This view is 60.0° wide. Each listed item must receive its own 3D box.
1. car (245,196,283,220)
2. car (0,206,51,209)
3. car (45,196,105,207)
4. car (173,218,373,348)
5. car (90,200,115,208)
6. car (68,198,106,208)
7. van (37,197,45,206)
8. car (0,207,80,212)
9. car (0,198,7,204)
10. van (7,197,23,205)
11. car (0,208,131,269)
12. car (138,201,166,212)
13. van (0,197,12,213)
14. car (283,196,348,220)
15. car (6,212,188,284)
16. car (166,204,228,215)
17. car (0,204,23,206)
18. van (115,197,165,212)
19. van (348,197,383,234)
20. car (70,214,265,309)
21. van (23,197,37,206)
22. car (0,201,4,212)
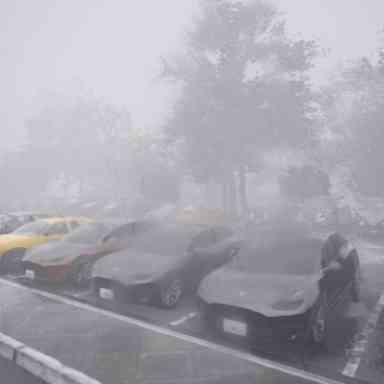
[{"bbox_3d":[5.229,1.283,20.510,2.435,2.045,5.566,0,0,36],"label":"car"},{"bbox_3d":[-9.236,1.600,14.843,2.231,1.521,4.892,0,0,36],"label":"car"},{"bbox_3d":[-10.600,1.420,31.926,2.435,2.045,5.566,0,0,36],"label":"car"},{"bbox_3d":[2.008,1.532,6.705,2.163,1.488,4.792,-1,0,36],"label":"car"},{"bbox_3d":[-5.988,1.671,28.632,2.002,1.452,4.674,0,0,36],"label":"car"},{"bbox_3d":[-8.238,1.651,30.251,2.097,1.535,5.008,0,0,36],"label":"car"},{"bbox_3d":[-12.762,1.464,33.664,1.878,1.987,4.442,-1,0,36],"label":"van"},{"bbox_3d":[-6.977,1.581,13.230,2.231,1.521,4.892,0,0,36],"label":"car"},{"bbox_3d":[-19.449,1.774,38.350,2.097,1.535,5.008,-2,-1,36],"label":"car"},{"bbox_3d":[-17.399,1.503,36.721,1.878,1.987,4.442,-1,-1,36],"label":"van"},{"bbox_3d":[-4.838,1.557,11.450,1.946,1.575,5.366,-1,0,36],"label":"car"},{"bbox_3d":[-1.593,1.634,25.469,2.002,1.452,4.674,0,0,36],"label":"car"},{"bbox_3d":[-26.126,1.740,43.303,1.878,1.987,4.442,-2,-1,36],"label":"van"},{"bbox_3d":[7.476,1.264,18.890,2.435,2.045,5.566,0,0,36],"label":"car"},{"bbox_3d":[-2.495,1.570,9.953,2.163,1.488,4.792,0,0,36],"label":"car"},{"bbox_3d":[0.749,1.573,23.769,2.097,1.535,5.008,0,0,36],"label":"car"},{"bbox_3d":[-11.593,1.615,16.322,1.946,1.575,5.366,0,0,36],"label":"car"},{"bbox_3d":[-3.775,1.387,27.183,1.878,1.987,4.442,0,0,36],"label":"van"},{"bbox_3d":[9.670,1.270,17.198,1.878,1.987,4.442,0,0,36],"label":"van"},{"bbox_3d":[-0.243,1.551,8.329,2.163,1.488,4.792,0,0,36],"label":"car"},{"bbox_3d":[-14.908,1.483,35.211,1.878,1.987,4.442,0,0,36],"label":"van"},{"bbox_3d":[-28.439,2.031,44.820,2.231,1.521,4.892,-2,-1,36],"label":"car"}]
